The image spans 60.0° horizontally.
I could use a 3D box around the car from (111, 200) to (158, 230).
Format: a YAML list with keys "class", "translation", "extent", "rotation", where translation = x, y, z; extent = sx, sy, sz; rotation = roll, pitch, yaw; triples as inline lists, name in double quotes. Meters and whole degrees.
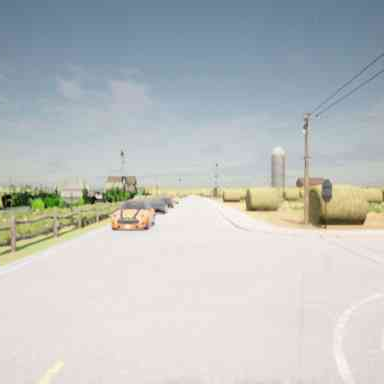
- class: "car"
  translation: [-3.544, 1.329, 20.627]
  extent: [2.097, 1.767, 4.553]
  rotation: [0, 0, 0]

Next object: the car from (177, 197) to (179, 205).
- class: "car"
  translation: [-3.362, 1.412, 59.024]
  extent: [1.882, 1.535, 5.008]
  rotation: [0, 0, 1]

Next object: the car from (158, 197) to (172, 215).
- class: "car"
  translation: [-3.506, 1.510, 34.080]
  extent: [2.033, 1.411, 5.357]
  rotation: [0, 0, 0]

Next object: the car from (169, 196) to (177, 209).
- class: "car"
  translation: [-3.464, 1.455, 45.427]
  extent: [1.837, 1.490, 4.892]
  rotation: [0, 0, 0]
